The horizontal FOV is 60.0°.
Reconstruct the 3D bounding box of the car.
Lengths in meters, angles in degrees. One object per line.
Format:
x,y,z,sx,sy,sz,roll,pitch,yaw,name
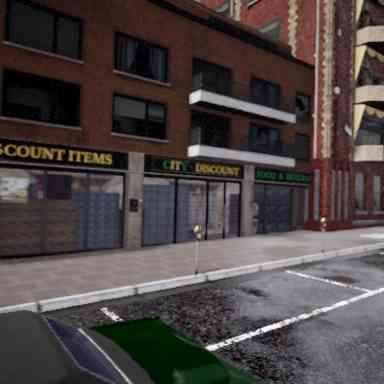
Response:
-1.777,1.597,1.803,4.718,1.301,1.895,1,0,-36,car
